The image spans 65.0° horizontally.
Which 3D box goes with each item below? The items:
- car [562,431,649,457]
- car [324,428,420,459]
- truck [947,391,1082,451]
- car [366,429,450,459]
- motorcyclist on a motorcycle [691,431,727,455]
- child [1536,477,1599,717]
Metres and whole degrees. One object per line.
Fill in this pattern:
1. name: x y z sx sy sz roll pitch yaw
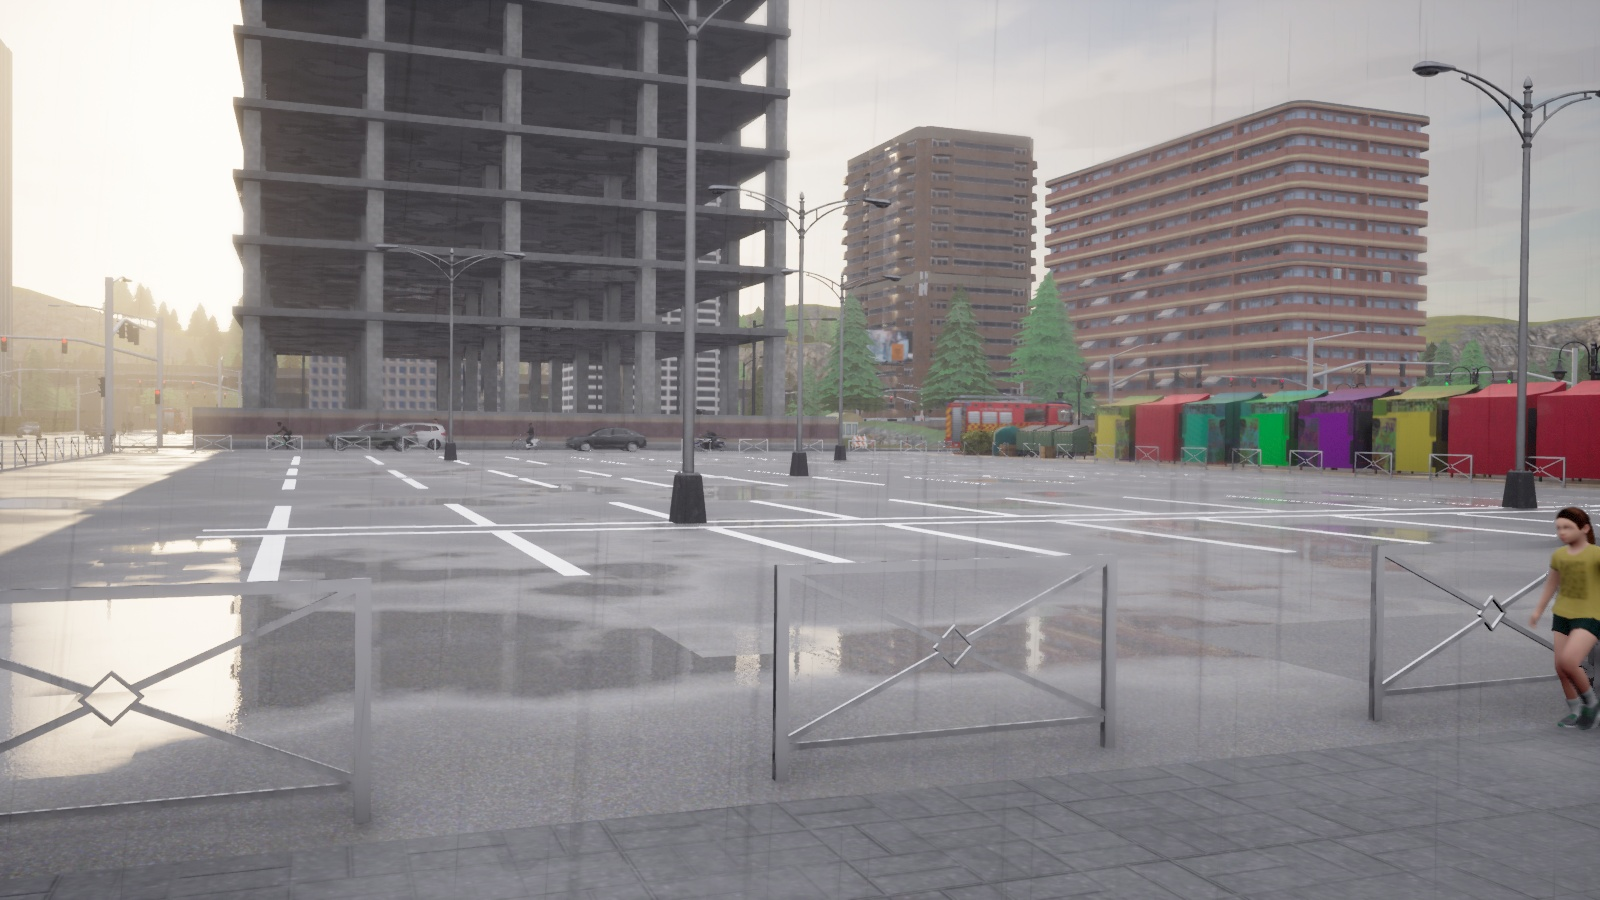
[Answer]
1. car: -11.786 -0.363 76.098 4.892 1.490 1.837 -1 1 -22
2. car: -24.227 -0.374 71.120 5.027 1.651 2.152 -1 1 -22
3. truck: 14.108 -1.919 82.664 8.468 3.827 2.891 -1 1 -22
4. car: -23.501 -0.382 75.183 4.611 1.667 2.242 -1 1 -22
5. motorcyclist on a motorcycle: -5.975 -0.495 82.189 2.191 1.530 0.866 -1 1 -22
6. child: 3.828 0.696 6.082 0.394 1.110 0.255 -1 1 -19
